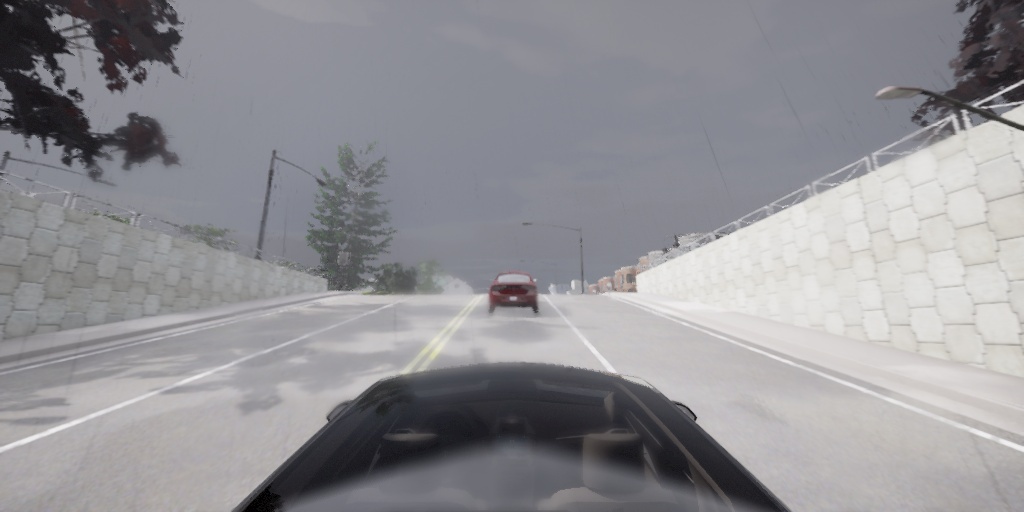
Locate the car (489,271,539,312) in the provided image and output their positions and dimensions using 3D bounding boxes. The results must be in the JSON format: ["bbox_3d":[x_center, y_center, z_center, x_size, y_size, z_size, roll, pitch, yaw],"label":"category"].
[{"bbox_3d":[0.081,1.372,15.177,1.882,1.535,5.008,0,0,0],"label":"car"}]
